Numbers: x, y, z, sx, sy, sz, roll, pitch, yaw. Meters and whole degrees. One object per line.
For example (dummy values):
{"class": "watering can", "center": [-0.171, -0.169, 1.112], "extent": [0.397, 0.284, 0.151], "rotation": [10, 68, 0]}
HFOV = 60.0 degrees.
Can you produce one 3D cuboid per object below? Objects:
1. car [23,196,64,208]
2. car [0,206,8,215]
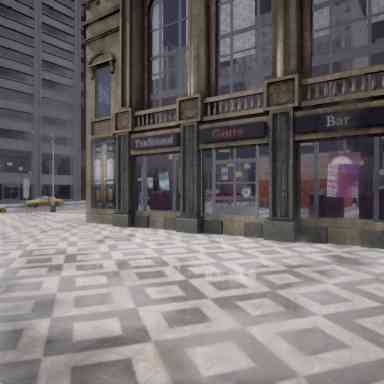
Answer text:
{"class": "car", "center": [-18.517, 1.144, 41.565], "extent": [1.752, 1.417, 4.829], "rotation": [1, 2, 36]}
{"class": "car", "center": [-18.034, 1.341, 27.664], "extent": [1.752, 1.417, 4.829], "rotation": [1, 2, 36]}
